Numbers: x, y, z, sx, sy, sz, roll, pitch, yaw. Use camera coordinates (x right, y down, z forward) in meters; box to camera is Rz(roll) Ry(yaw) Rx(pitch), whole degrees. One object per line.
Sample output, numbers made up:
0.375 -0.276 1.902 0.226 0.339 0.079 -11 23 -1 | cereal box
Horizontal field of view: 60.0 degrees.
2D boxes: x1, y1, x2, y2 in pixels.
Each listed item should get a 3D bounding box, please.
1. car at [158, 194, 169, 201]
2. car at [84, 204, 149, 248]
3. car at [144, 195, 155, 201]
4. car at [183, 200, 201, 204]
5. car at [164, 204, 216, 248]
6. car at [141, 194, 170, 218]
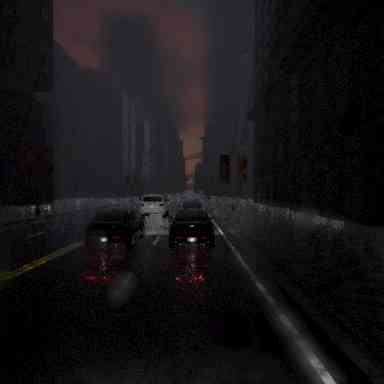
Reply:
-6.499 1.300 75.913 2.128 1.511 4.902 0 0 0 | car
-3.250 1.502 14.651 1.837 1.490 4.892 0 0 0 | car
-9.750 1.370 75.883 1.895 1.301 4.718 0 0 0 | car
0.000 1.452 29.652 1.882 1.535 5.008 0 0 0 | car
0.001 1.502 14.651 1.837 1.490 4.892 0 0 0 | car
-3.250 1.225 29.681 2.150 2.045 5.566 0 0 0 | car
